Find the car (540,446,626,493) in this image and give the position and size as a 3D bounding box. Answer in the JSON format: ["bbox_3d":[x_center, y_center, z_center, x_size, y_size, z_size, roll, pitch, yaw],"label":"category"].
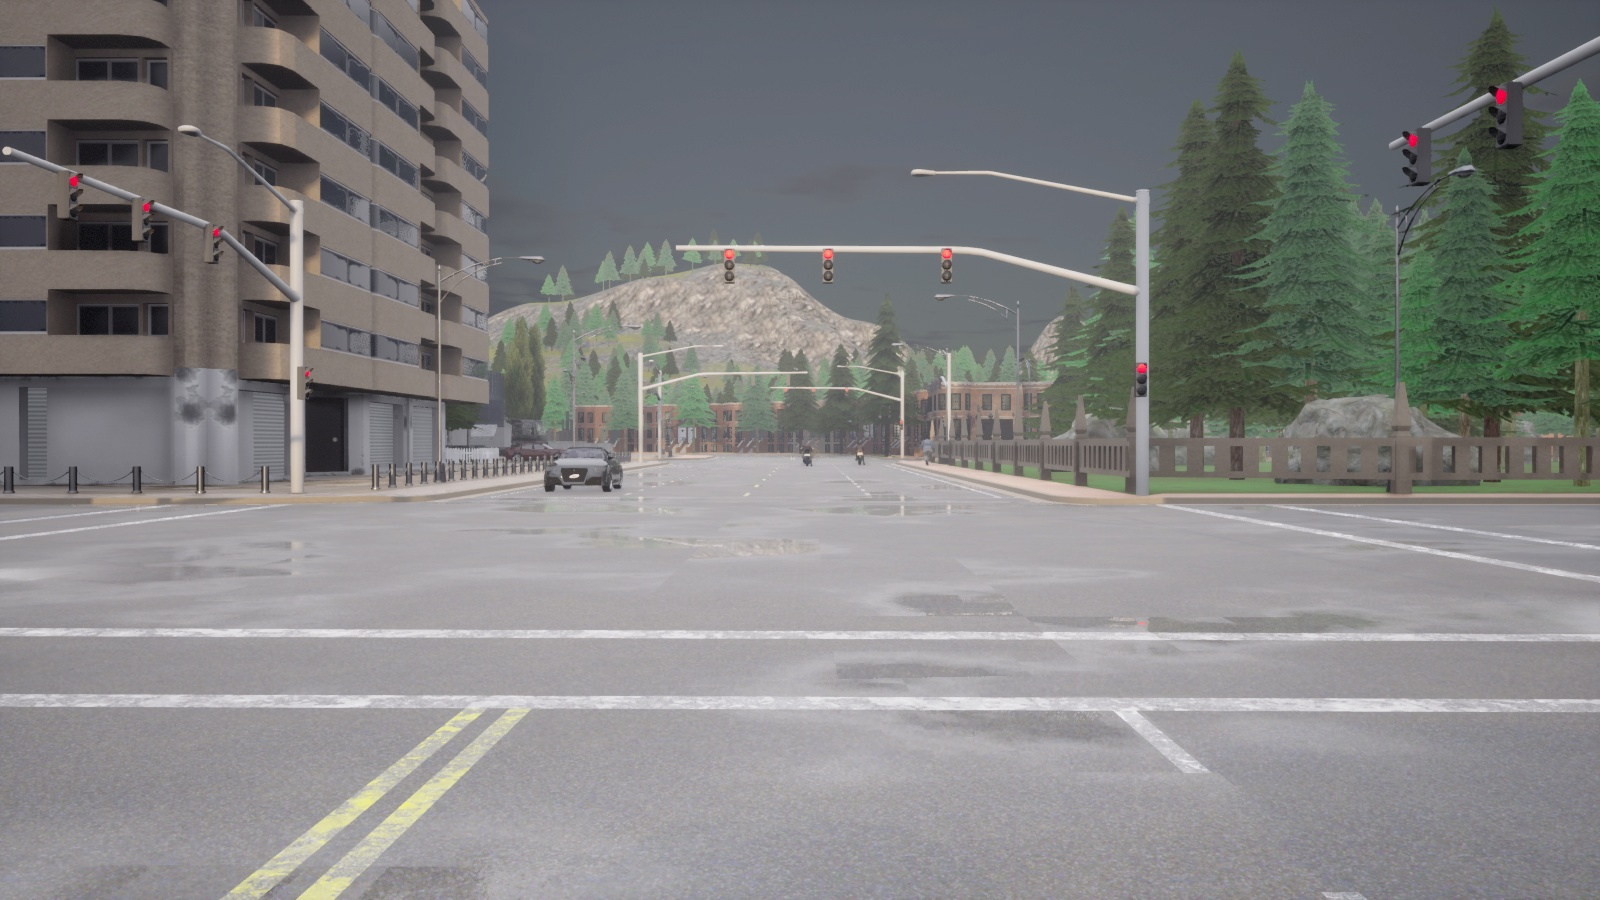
[{"bbox_3d":[-6.774,0.582,39.592,1.994,1.385,4.181,0,0,0],"label":"car"}]

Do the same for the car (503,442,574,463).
[{"bbox_3d":[-19.808,0.170,95.341,5.008,1.535,1.882,0,0,0],"label":"car"}]

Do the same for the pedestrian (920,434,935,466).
[{"bbox_3d":[7.486,-0.006,73.827,0.874,1.855,0.900,0,0,5],"label":"pedestrian"}]
